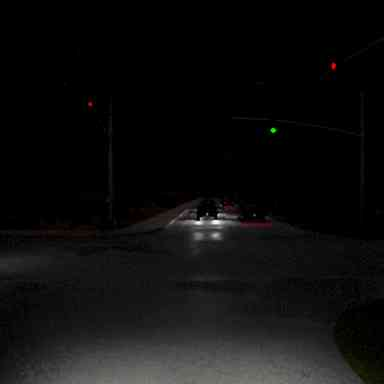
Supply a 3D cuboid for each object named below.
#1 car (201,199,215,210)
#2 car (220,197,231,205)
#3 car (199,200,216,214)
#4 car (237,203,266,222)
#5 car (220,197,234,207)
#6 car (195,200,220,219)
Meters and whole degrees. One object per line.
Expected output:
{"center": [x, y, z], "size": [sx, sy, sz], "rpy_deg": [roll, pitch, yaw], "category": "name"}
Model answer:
{"center": [2.373, 1.842, 49.970], "size": [1.994, 1.385, 4.181], "rpy_deg": [0, 0, 3], "category": "car"}
{"center": [6.884, 1.900, 68.586], "size": [1.837, 1.490, 4.892], "rpy_deg": [0, 0, 3], "category": "car"}
{"center": [1.874, 1.721, 40.064], "size": [1.837, 1.490, 4.892], "rpy_deg": [0, 0, 3], "category": "car"}
{"center": [4.862, 1.616, 27.604], "size": [1.882, 1.535, 5.008], "rpy_deg": [0, 0, 3], "category": "car"}
{"center": [6.393, 1.933, 58.624], "size": [1.895, 1.301, 4.718], "rpy_deg": [0, 0, 3], "category": "car"}
{"center": [1.405, 1.662, 30.612], "size": [1.837, 1.490, 4.892], "rpy_deg": [0, 0, 3], "category": "car"}
